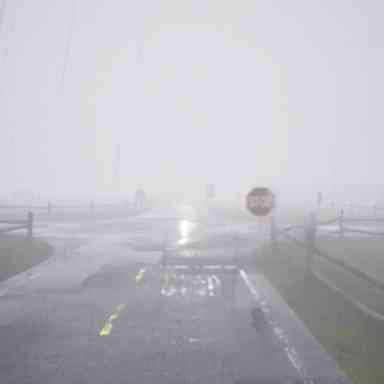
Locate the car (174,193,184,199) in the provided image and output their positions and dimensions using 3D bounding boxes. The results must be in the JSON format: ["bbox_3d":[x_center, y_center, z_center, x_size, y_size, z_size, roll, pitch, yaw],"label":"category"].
[{"bbox_3d":[-2.751,0.801,70.731,1.994,1.385,4.181,0,0,0],"label":"car"}]
